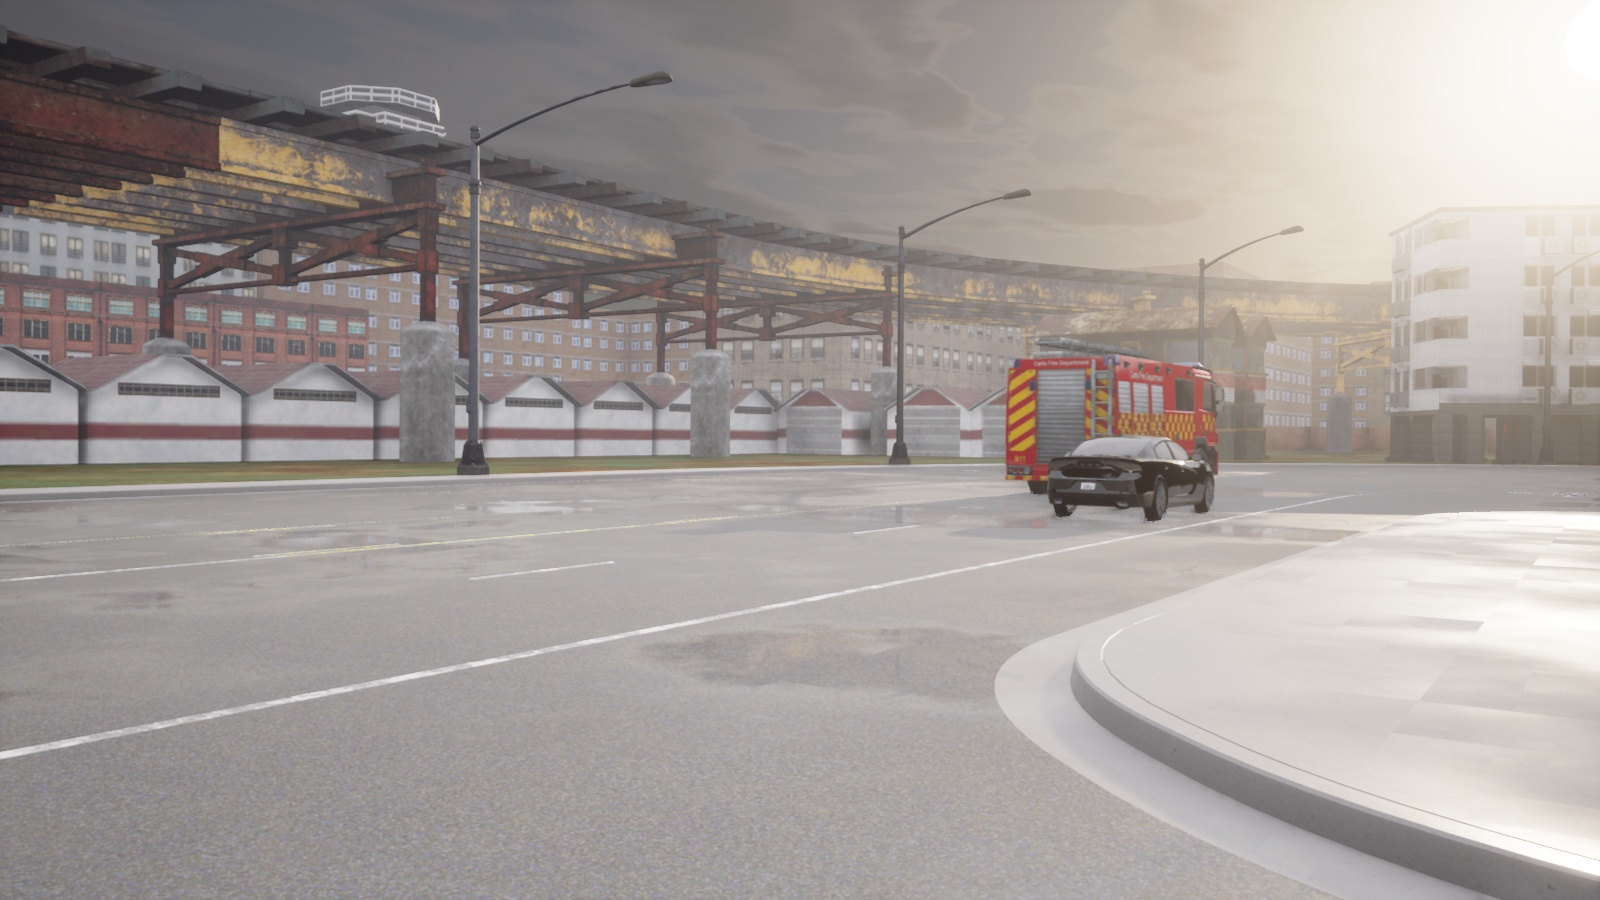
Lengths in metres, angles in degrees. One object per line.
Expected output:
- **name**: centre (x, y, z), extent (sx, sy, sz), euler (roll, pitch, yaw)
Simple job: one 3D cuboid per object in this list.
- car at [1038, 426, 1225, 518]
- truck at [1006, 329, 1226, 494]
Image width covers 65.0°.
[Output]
- **car**: centre (6.368, 0.337, 23.687), extent (1.882, 1.535, 5.008), euler (0, 1, 34)
- **truck**: centre (8.621, -0.954, 33.335), extent (2.891, 3.827, 8.468), euler (0, 1, 34)
